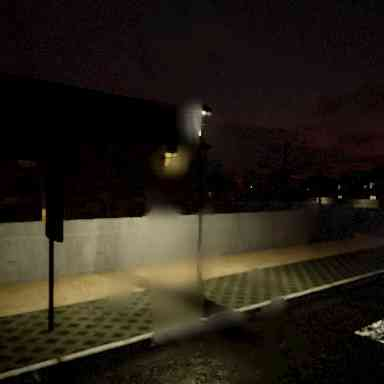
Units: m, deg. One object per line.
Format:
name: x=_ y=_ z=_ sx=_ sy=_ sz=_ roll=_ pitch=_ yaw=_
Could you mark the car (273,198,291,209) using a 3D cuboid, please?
car: x=14.717 y=1.783 z=54.840 sx=2.097 sy=1.767 sz=4.553 roll=0 pitch=0 yaw=0
